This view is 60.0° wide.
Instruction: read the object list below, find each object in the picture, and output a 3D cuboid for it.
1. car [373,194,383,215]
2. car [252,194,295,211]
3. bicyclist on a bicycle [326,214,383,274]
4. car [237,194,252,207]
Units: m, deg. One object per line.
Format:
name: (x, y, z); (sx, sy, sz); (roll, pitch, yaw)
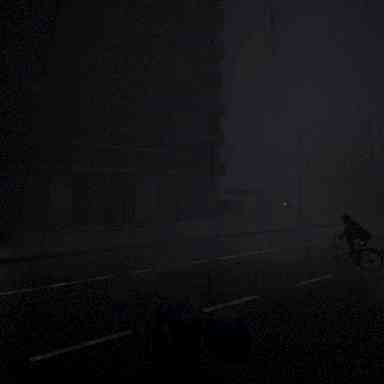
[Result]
car: (19.957, 1.169, 31.034); (2.150, 2.045, 5.566); (0, 0, -37)
car: (9.671, 1.296, 38.669); (2.097, 1.767, 4.553); (0, 0, -38)
bicyclist on a bicycle: (4.587, 1.455, 9.524); (0.582, 1.620, 1.656); (0, -2, -37)
car: (8.666, 1.165, 45.658); (2.150, 2.045, 5.566); (0, 0, -41)
